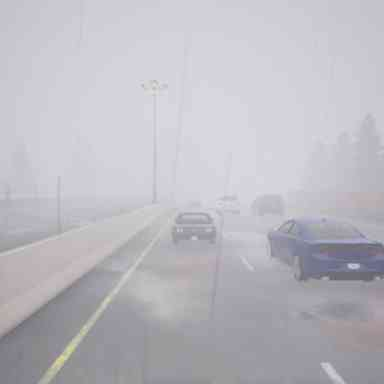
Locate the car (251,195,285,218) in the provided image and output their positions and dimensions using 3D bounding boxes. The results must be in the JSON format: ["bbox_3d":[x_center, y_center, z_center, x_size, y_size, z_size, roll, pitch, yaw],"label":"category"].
[{"bbox_3d":[7.086,1.282,31.384,2.150,2.045,5.566,0,0,0],"label":"car"}]

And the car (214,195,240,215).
[{"bbox_3d":[3.590,1.288,34.466,2.150,2.045,5.566,0,0,0],"label":"car"}]

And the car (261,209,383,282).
[{"bbox_3d":[3.596,1.497,9.872,1.882,1.535,5.008,0,0,0],"label":"car"}]

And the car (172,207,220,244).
[{"bbox_3d":[0.093,1.632,16.036,1.895,1.301,4.718,0,0,0],"label":"car"}]

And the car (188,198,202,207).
[{"bbox_3d":[0.477,1.622,49.970,1.812,1.442,4.674,0,0,5],"label":"car"}]
